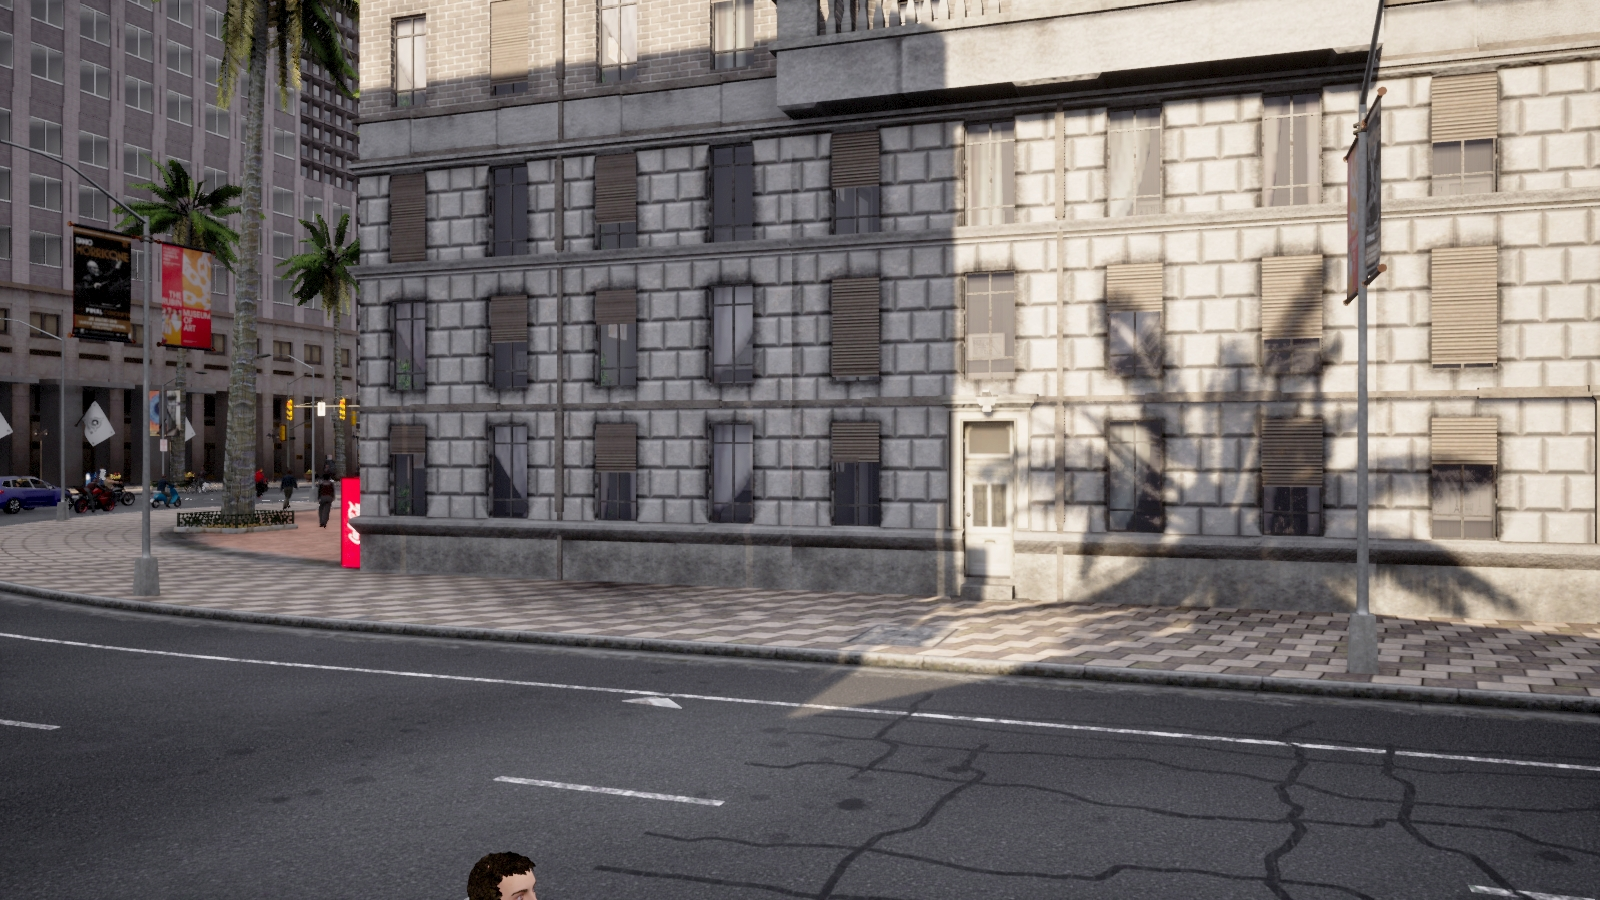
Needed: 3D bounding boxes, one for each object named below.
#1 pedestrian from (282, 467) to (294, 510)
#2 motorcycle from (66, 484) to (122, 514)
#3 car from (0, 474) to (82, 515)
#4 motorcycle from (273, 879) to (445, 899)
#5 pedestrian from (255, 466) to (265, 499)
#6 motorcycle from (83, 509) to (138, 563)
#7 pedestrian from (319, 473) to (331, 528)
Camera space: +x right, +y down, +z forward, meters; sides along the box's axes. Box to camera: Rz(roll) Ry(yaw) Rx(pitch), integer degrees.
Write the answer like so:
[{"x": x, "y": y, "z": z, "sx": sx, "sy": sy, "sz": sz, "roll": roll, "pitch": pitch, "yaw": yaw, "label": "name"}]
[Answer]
[{"x": -22.513, "y": 1.696, "z": 50.226, "sx": 0.375, "sy": 1.860, "sz": 0.375, "roll": 0, "pitch": 0, "yaw": -3, "label": "pedestrian"}, {"x": -31.753, "y": 2.205, "z": 51.429, "sx": 0.867, "sy": 1.251, "sz": 2.209, "roll": 0, "pitch": 0, "yaw": 10, "label": "motorcycle"}, {"x": -35.215, "y": 1.968, "z": 51.598, "sx": 2.242, "sy": 1.667, "sz": 4.611, "roll": 0, "pitch": 0, "yaw": 9, "label": "car"}, {"x": -1.030, "y": 2.213, "z": 3.640, "sx": 2.033, "sy": 1.145, "sz": 0.803, "roll": 0, "pitch": 0, "yaw": 20, "label": "motorcycle"}, {"x": -30.698, "y": 1.849, "z": 64.919, "sx": 0.375, "sy": 1.860, "sz": 0.375, "roll": 0, "pitch": 0, "yaw": 10, "label": "pedestrian"}, {"x": -17.581, "y": 2.182, "z": 29.185, "sx": 0.856, "sy": 1.236, "sz": 1.805, "roll": 1, "pitch": 0, "yaw": -20, "label": "motorcycle"}, {"x": -16.054, "y": 1.696, "z": 38.606, "sx": 0.375, "sy": 1.860, "sz": 0.375, "roll": 0, "pitch": 0, "yaw": -23, "label": "pedestrian"}]
